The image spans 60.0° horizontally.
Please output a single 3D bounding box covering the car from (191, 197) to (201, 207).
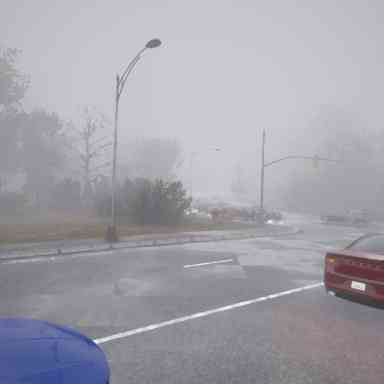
[{"bbox_3d":[-0.651,1.703,52.351,2.128,1.511,4.902,2,1,-15],"label":"car"}]

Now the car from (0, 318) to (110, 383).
[{"bbox_3d":[-2.889,1.478,1.681,5.008,1.535,1.882,0,0,-36],"label":"car"}]

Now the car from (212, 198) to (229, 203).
[{"bbox_3d":[4.631,2.104,46.478,2.033,1.411,5.357,3,1,-18],"label":"car"}]

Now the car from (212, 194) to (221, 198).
[{"bbox_3d":[5.863,1.106,79.152,2.033,1.411,5.357,2,2,-1],"label":"car"}]

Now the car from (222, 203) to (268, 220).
[{"bbox_3d":[5.418,2.170,34.592,1.895,1.301,4.718,3,-1,-23],"label":"car"}]

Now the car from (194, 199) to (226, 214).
[{"bbox_3d":[2.260,2.035,42.791,1.994,1.385,4.181,3,0,-19],"label":"car"}]

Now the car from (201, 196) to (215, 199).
[{"bbox_3d":[1.916,1.730,56.505,1.837,1.490,4.892,2,2,-12],"label":"car"}]

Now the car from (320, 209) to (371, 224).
[{"bbox_3d":[14.615,2.368,31.921,2.128,1.511,4.902,3,-2,-26],"label":"car"}]

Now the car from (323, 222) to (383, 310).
[{"bbox_3d":[4.969,1.555,7.324,5.008,1.535,1.882,1,-1,-35],"label":"car"}]

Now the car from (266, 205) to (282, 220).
[{"bbox_3d":[8.107,2.215,37.267,1.837,1.490,4.892,3,-1,-21],"label":"car"}]
